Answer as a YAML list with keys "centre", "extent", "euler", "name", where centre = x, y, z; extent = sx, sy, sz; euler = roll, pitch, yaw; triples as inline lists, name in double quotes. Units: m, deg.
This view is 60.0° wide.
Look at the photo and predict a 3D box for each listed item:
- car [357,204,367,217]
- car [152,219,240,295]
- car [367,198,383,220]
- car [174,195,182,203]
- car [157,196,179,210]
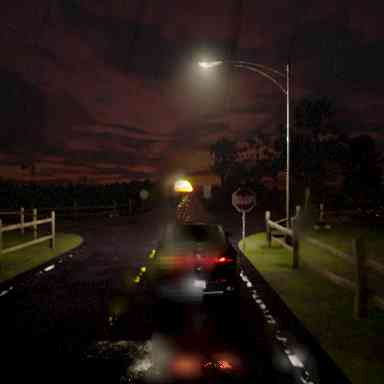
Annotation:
- centre: [14.722, 1.136, 24.430]
  extent: [4.892, 1.490, 1.837]
  euler: [-1, 0, 1]
  name: "car"
- centre: [0.052, 1.474, 8.613]
  extent: [1.837, 1.490, 4.892]
  euler: [0, 0, -1]
  name: "car"
- centre: [14.429, 1.157, 21.514]
  extent: [4.892, 1.490, 1.837]
  euler: [-1, 0, 1]
  name: "car"
- centre: [-2.930, 1.365, 51.655]
  extent: [1.837, 1.490, 4.892]
  euler: [0, 1, 0]
  name: "car"
- centre: [-2.931, 1.452, 39.576]
  extent: [1.994, 1.385, 4.181]
  euler: [0, 0, 0]
  name: "car"
